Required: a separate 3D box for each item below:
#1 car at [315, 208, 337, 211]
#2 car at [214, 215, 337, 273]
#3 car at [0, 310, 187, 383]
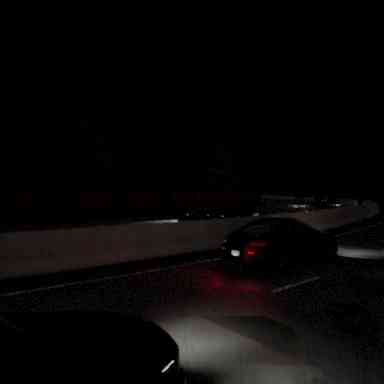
[{"bbox_3d":[12.412,1.678,31.667,2.033,1.411,5.357,0,0,36],"label":"car"},{"bbox_3d":[2.975,1.571,10.931,4.674,1.442,1.812,0,0,-41],"label":"car"},{"bbox_3d":[-2.216,1.535,2.334,4.674,1.442,1.812,0,0,-36],"label":"car"}]
